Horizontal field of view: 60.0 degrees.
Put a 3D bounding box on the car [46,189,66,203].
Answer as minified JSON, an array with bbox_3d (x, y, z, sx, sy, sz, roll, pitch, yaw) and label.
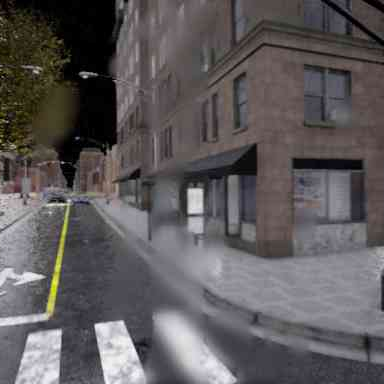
[{"bbox_3d":[-17.621,0.730,43.666,1.895,1.301,4.718,0,3,-20],"label":"car"}]

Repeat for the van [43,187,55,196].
[{"bbox_3d":[-28.116,0.009,65.023,1.690,1.788,3.998,1,0,-20],"label":"van"}]

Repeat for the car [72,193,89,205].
[{"bbox_3d":[-13.614,0.827,40.797,2.033,1.411,5.357,0,2,-19],"label":"car"}]

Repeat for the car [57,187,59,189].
[{"bbox_3d":[-30.947,-0.142,72.830,2.192,1.841,5.009,1,0,-20],"label":"car"}]
